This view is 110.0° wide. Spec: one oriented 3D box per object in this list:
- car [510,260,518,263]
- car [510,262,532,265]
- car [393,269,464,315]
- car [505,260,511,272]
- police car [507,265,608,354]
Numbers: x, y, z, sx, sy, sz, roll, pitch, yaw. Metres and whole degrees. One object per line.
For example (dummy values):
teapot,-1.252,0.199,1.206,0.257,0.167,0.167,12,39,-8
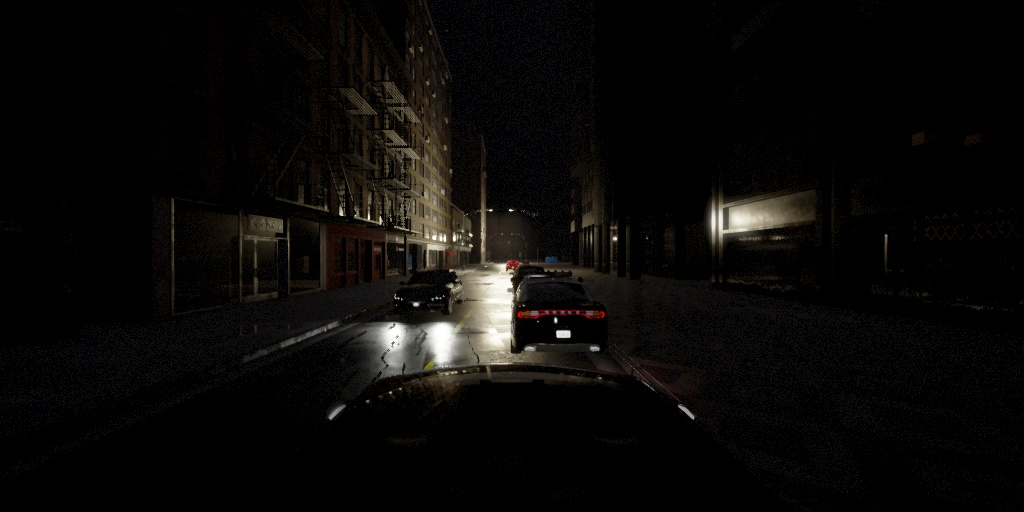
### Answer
car,0.953,1.209,24.993,1.801,1.575,5.366,0,0,0
car,0.938,1.256,18.802,1.837,1.490,4.892,0,0,0
car,-2.975,1.254,13.559,1.837,1.490,4.892,0,0,0
car,0.143,1.301,47.403,1.812,1.442,4.674,0,0,1
police car,0.914,1.175,8.912,1.930,1.638,5.238,0,0,0
